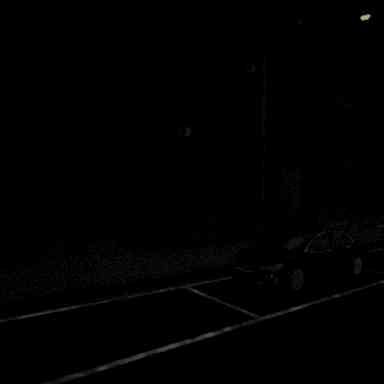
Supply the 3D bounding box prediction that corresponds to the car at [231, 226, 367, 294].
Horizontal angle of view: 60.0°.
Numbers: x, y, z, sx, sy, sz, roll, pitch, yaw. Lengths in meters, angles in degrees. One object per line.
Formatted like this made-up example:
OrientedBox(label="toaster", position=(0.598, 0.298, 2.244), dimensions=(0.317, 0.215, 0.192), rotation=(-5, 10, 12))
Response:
OrientedBox(label="car", position=(2.981, 1.619, 8.890), dimensions=(4.403, 1.369, 2.008), rotation=(1, 0, -35))
